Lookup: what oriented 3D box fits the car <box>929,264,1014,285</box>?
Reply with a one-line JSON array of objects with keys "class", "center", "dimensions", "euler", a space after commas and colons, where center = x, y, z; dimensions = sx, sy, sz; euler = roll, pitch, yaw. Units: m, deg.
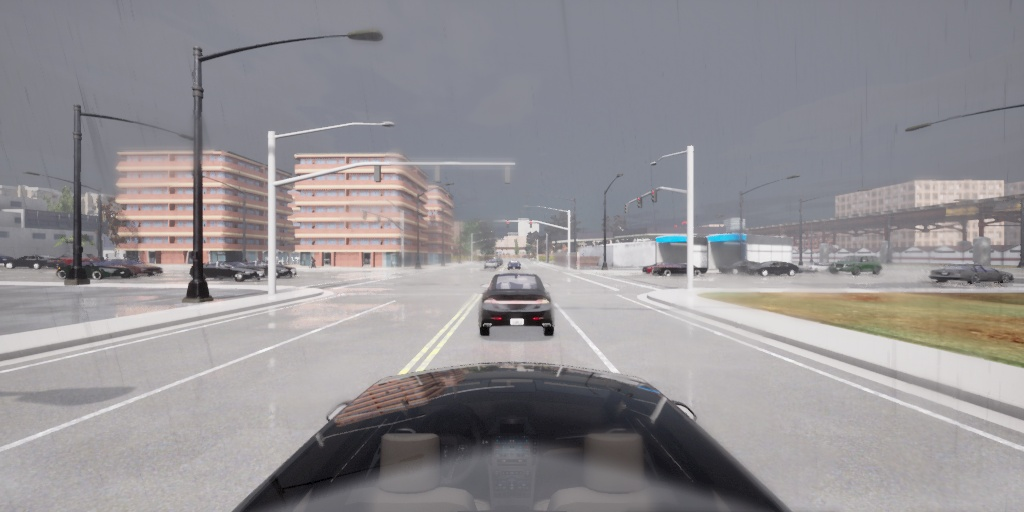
[{"class": "car", "center": [33.133, 1.297, 25.922], "dimensions": [5.357, 1.411, 2.033], "euler": [0, 0, -11]}]

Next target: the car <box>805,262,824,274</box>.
[{"class": "car", "center": [34.885, 1.350, 41.028], "dimensions": [4.718, 1.301, 1.895], "euler": [0, 0, -19]}]

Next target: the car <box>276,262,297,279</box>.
[{"class": "car", "center": [-20.660, 1.108, 29.999], "dimensions": [4.902, 1.511, 2.128], "euler": [1, 0, 1]}]

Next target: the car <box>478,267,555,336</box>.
[{"class": "car", "center": [0.121, 1.241, 10.343], "dimensions": [2.128, 1.511, 4.902], "euler": [0, 0, 0]}]

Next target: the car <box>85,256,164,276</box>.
[{"class": "car", "center": [-32.857, 0.983, 30.300], "dimensions": [5.357, 1.411, 2.033], "euler": [1, 0, 0]}]

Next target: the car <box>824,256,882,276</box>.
[{"class": "car", "center": [36.329, 0.970, 37.857], "dimensions": [5.566, 2.045, 2.150], "euler": [0, 0, -19]}]

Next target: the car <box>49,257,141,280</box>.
[{"class": "car", "center": [-31.027, 1.032, 26.761], "dimensions": [4.181, 1.385, 1.994], "euler": [1, 0, 1]}]

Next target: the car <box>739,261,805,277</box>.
[{"class": "car", "center": [25.914, 1.254, 35.803], "dimensions": [4.892, 1.490, 1.837], "euler": [0, 0, -5]}]

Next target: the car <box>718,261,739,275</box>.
[{"class": "car", "center": [25.220, 1.254, 39.256], "dimensions": [4.892, 1.490, 1.837], "euler": [0, 0, -5]}]

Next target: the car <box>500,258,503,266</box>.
[{"class": "car", "center": [-3.239, 1.240, 65.166], "dimensions": [2.128, 1.511, 4.902], "euler": [0, 0, 1]}]

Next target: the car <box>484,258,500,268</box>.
[{"class": "car", "center": [-3.320, 1.349, 55.896], "dimensions": [1.895, 1.301, 4.718], "euler": [0, 0, 0]}]

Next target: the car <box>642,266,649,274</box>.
[{"class": "car", "center": [16.475, 1.313, 39.179], "dimensions": [4.181, 1.385, 1.994], "euler": [0, 0, 1]}]

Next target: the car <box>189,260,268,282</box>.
[{"class": "car", "center": [-20.949, 1.109, 26.508], "dimensions": [4.902, 1.511, 2.128], "euler": [1, 0, 1]}]

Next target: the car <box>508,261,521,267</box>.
[{"class": "car", "center": [0.340, 1.349, 53.927], "dimensions": [1.895, 1.301, 4.718], "euler": [0, 0, 1]}]

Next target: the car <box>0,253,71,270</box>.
[{"class": "car", "center": [-50.377, 0.627, 37.894], "dimensions": [4.892, 1.490, 1.837], "euler": [1, 0, 2]}]

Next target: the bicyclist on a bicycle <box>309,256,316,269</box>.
[{"class": "bicyclist on a bicycle", "center": [-25.927, 0.842, 46.628], "dimensions": [0.582, 1.620, 1.656], "euler": [1, 0, 1]}]

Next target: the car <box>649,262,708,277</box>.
[{"class": "car", "center": [16.635, 1.350, 35.651], "dimensions": [4.718, 1.301, 1.895], "euler": [0, 0, 0]}]
